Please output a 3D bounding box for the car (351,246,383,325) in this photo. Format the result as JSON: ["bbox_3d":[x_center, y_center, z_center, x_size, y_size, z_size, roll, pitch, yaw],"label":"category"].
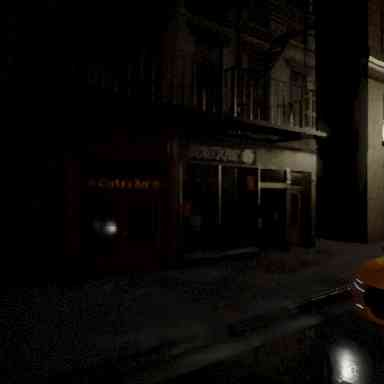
[{"bbox_3d":[4.988,1.478,6.275,5.008,1.535,1.882,0,0,-35],"label":"car"}]
